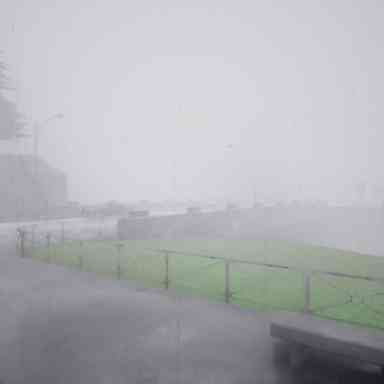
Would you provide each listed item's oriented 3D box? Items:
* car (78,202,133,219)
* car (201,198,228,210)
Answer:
[{"bbox_3d":[-7.389,1.559,28.787,1.895,1.301,4.718,0,0,35],"label":"car"},{"bbox_3d":[3.052,1.484,43.407,1.812,1.442,4.674,0,0,35],"label":"car"}]
